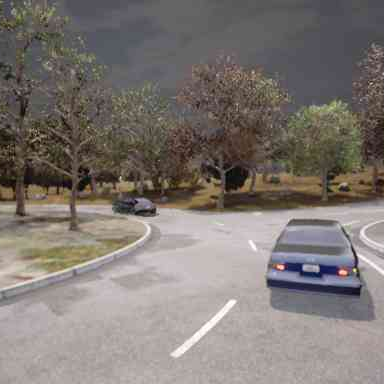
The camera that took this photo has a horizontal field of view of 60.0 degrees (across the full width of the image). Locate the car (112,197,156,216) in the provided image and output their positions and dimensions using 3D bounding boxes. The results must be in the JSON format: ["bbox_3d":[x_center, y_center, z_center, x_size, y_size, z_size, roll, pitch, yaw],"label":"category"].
[{"bbox_3d":[-4.768,1.076,27.051,1.994,1.385,4.181,-1,2,-43],"label":"car"}]

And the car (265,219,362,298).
[{"bbox_3d":[3.049,1.384,8.357,2.033,1.411,5.357,0,1,21],"label":"car"}]
